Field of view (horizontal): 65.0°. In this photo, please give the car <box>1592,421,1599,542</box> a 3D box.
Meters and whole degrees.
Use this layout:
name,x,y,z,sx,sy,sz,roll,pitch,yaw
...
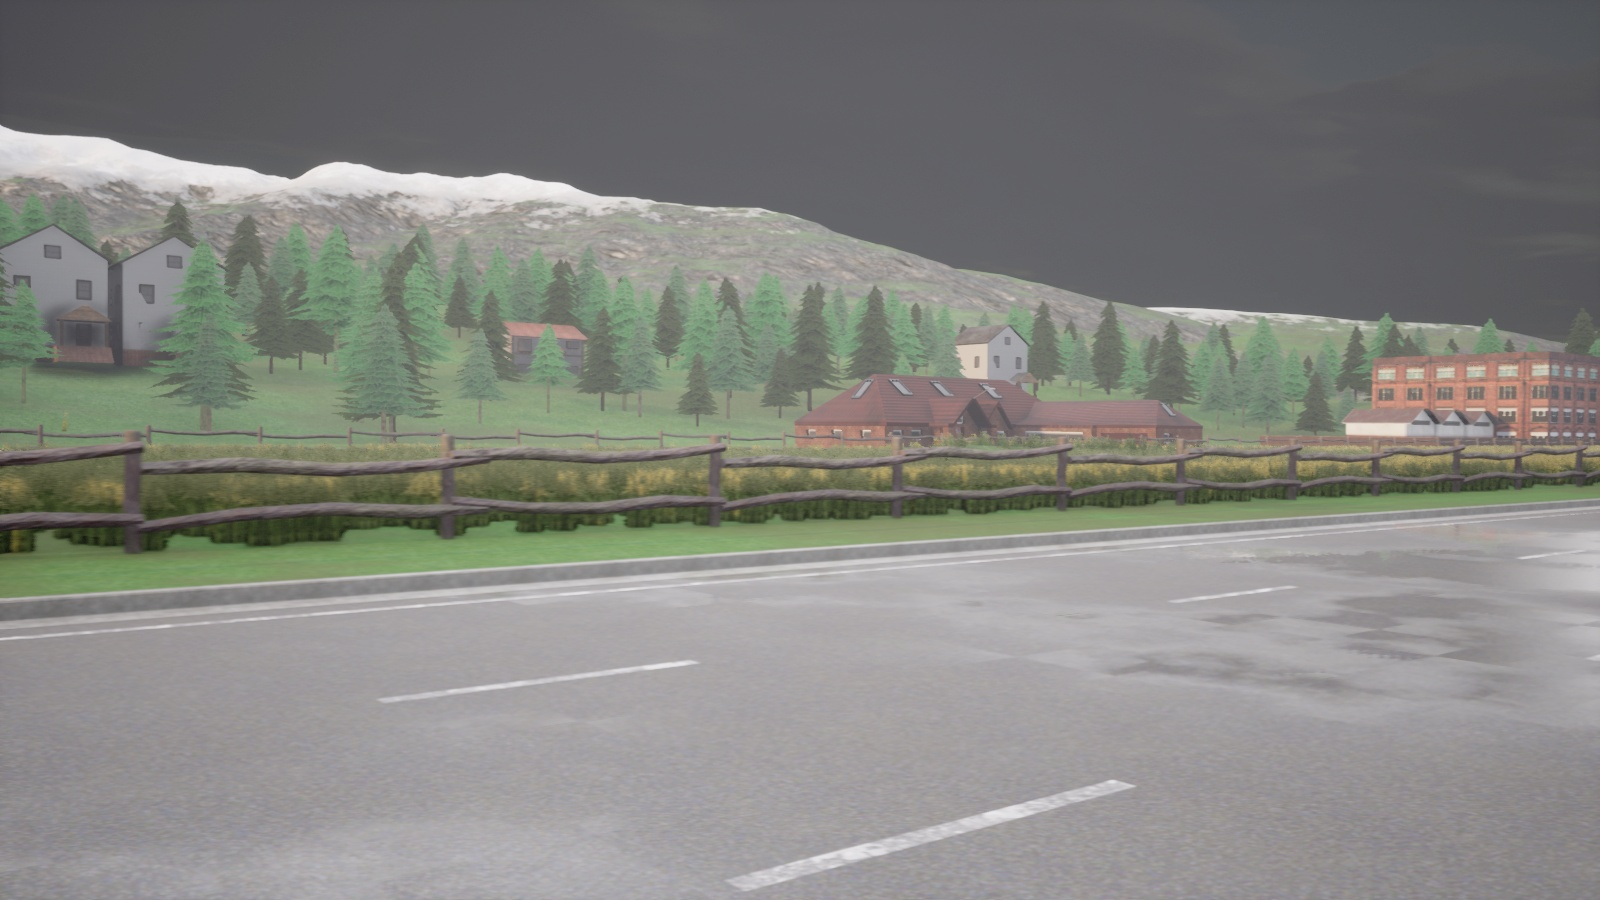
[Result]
name,x,y,z,sx,sy,sz,roll,pitch,yaw
car,12.503,0.354,16.380,4.902,1.511,2.128,-1,1,-38
